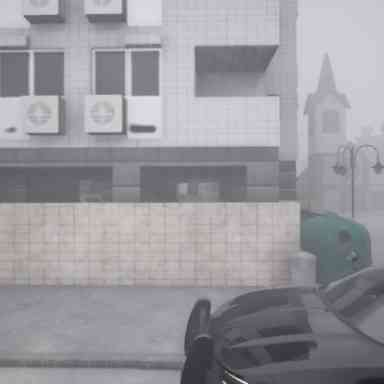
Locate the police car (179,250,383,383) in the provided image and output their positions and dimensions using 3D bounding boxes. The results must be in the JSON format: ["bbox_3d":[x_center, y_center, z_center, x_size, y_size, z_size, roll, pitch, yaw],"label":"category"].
[{"bbox_3d":[2.506,1.385,3.266,5.238,1.638,1.930,0,3,1],"label":"police car"}]
